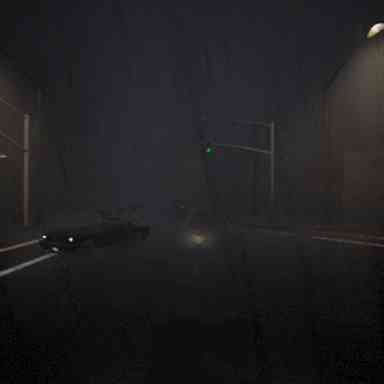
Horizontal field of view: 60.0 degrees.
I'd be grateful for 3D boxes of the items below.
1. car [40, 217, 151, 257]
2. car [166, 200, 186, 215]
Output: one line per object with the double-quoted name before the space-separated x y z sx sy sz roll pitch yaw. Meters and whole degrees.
"car" -3.833 1.778 13.958 1.895 1.301 4.718 0 0 30
"car" -1.842 1.709 39.008 2.097 1.767 4.553 0 -1 2
